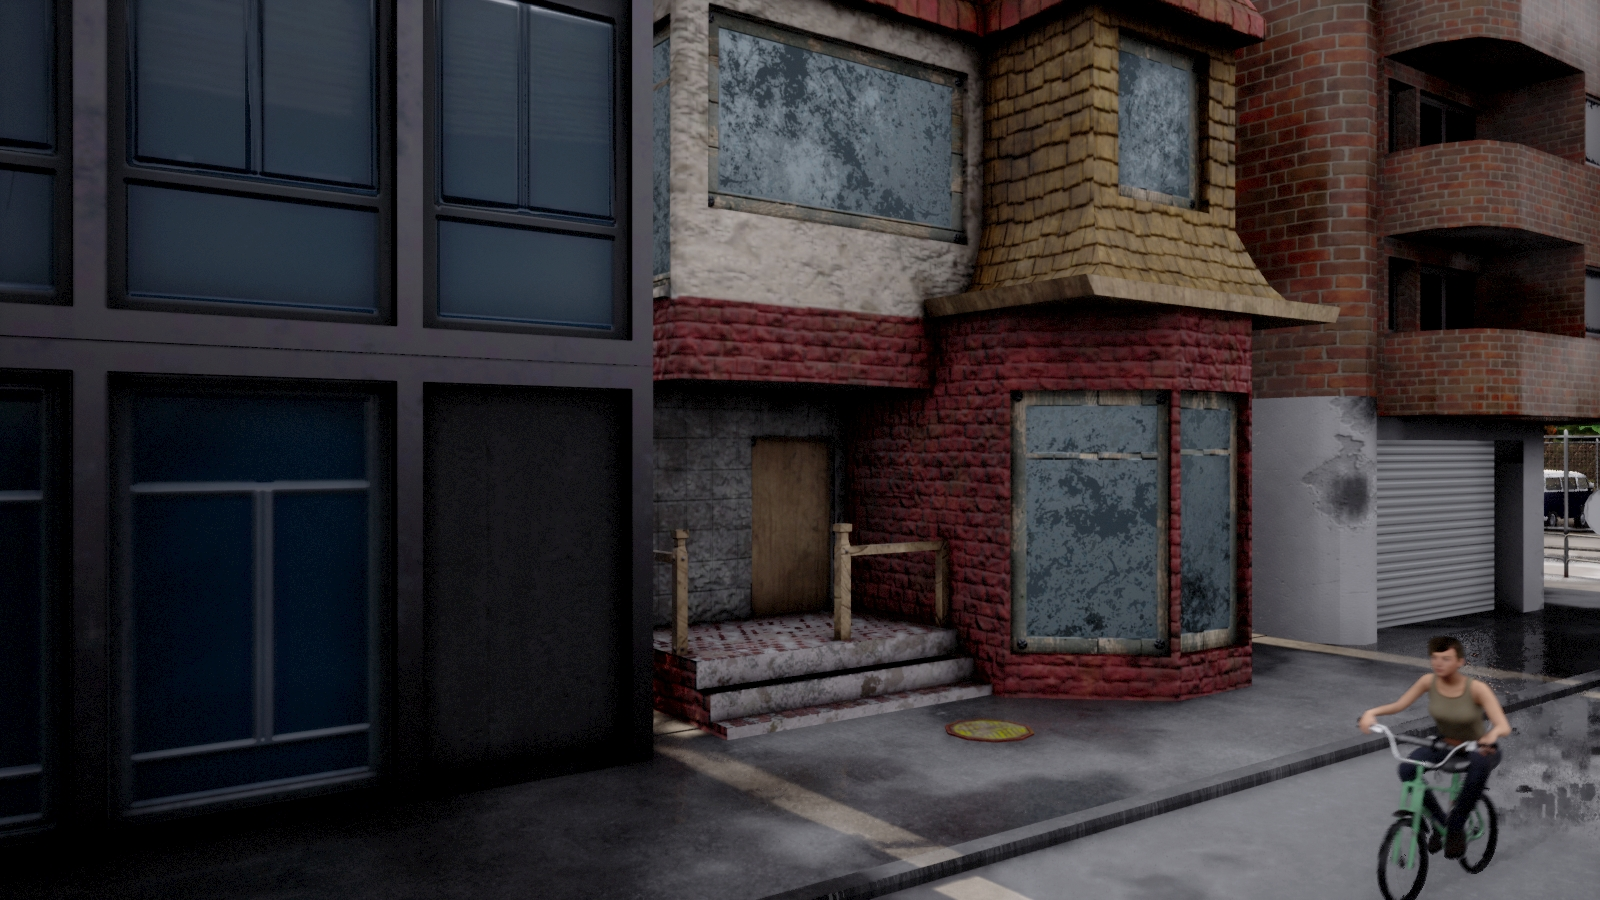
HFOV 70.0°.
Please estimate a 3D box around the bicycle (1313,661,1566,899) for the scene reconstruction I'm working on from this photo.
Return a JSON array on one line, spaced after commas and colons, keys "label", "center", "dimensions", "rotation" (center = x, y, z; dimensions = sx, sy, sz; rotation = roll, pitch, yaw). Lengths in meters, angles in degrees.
[{"label": "bicycle", "center": [4.090, 2.033, 7.289], "dimensions": [1.487, 1.080, 0.859], "rotation": [0, 0, -36]}]
